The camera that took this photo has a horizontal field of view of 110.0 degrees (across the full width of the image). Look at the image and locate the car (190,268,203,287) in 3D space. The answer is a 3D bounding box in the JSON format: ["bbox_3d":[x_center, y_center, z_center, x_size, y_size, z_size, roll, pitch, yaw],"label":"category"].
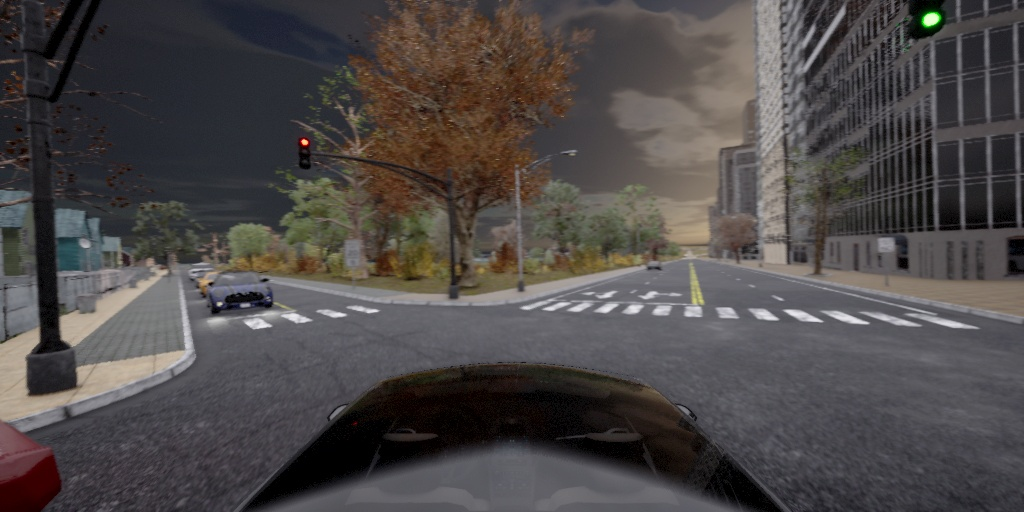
[{"bbox_3d":[-26.749,2.035,31.705,2.033,1.411,5.357,-3,1,-43],"label":"car"}]

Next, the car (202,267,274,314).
[{"bbox_3d":[-12.396,1.469,16.257,2.097,1.767,4.553,-3,1,-43],"label":"car"}]

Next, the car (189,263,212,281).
[{"bbox_3d":[-37.258,1.894,43.115,2.150,2.045,5.566,-3,1,-43],"label":"car"}]

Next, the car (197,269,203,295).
[{"bbox_3d":[-19.207,1.770,23.586,1.882,1.535,5.008,-3,1,-43],"label":"car"}]

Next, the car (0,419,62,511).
[{"bbox_3d":[-4.797,1.454,0.650,1.895,1.301,4.718,-2,-1,26],"label":"car"}]

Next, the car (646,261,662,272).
[{"bbox_3d":[20.445,1.412,51.622,1.882,1.535,5.008,-2,-1,26],"label":"car"}]
